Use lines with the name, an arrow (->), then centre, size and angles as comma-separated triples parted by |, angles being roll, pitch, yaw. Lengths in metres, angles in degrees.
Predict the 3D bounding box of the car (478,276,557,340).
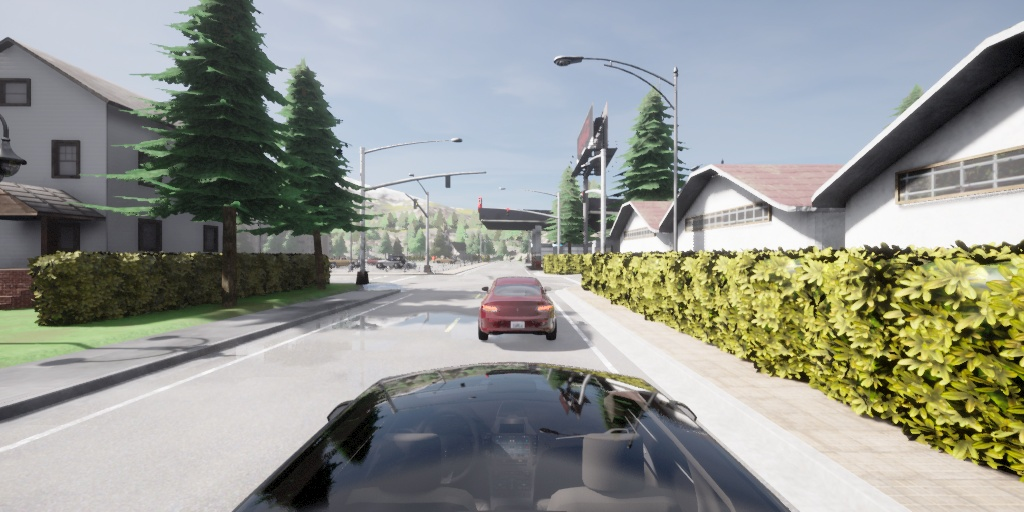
car -> 0.128, 1.276, 9.804 | 1.812, 1.442, 4.674 | 0, 0, 0
